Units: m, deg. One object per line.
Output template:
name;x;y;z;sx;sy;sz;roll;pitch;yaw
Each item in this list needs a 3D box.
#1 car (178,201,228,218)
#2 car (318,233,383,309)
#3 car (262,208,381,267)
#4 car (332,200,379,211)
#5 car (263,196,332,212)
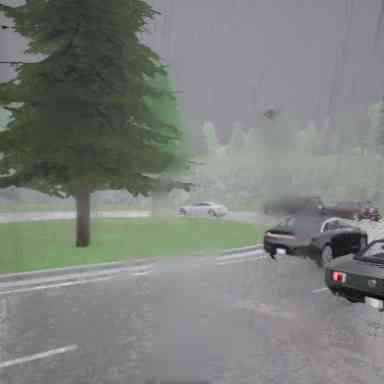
car;0.943;1.581;30.302;4.674;1.442;1.812;0;-1;26
car;4.937;1.641;7.086;4.718;1.301;1.895;0;0;-37
car;4.375;1.536;11.405;4.902;1.511;2.128;0;0;-43
car;12.964;1.475;27.365;2.097;1.767;4.553;0;0;-20
car;8.629;1.320;28.422;2.150;2.045;5.566;1;-1;-32
